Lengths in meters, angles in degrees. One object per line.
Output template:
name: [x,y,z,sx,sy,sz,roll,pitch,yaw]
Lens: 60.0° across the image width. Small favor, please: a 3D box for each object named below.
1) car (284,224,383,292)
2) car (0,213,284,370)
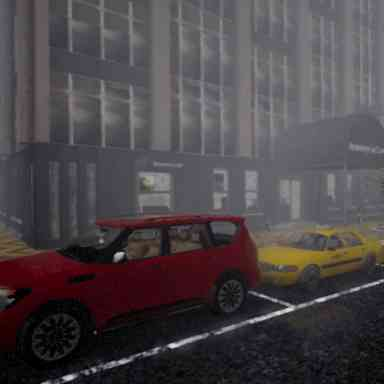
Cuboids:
car: [3.417,1.578,9.014,4.829,1.417,1.752,0,-1,-36]
car: [-0.950,1.333,5.900,5.009,1.841,2.192,0,-1,-36]
